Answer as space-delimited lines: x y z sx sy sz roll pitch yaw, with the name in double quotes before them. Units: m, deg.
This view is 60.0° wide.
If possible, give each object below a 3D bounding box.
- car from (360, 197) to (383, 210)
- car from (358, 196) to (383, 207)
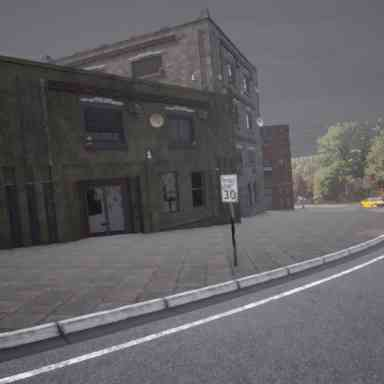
"car" 24.578 1.535 45.199 1.882 1.535 5.008 -4 -2 7
"car" 28.696 1.485 52.850 1.882 1.535 5.008 -5 -2 -1
